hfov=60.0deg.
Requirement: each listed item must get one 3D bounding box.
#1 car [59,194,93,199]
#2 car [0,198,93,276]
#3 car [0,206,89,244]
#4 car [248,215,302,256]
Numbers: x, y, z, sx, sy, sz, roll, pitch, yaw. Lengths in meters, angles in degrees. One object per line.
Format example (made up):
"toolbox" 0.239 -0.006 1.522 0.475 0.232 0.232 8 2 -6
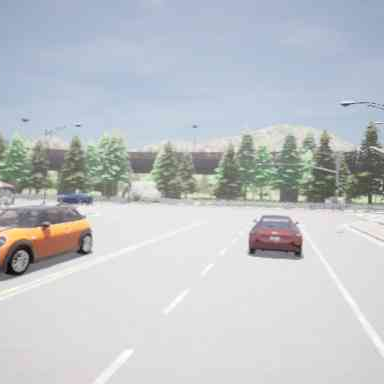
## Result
"car" -16.113 0.961 45.861 5.008 1.535 1.882 1 0 15
"car" -4.955 1.215 10.047 2.097 1.767 4.553 1 0 15
"car" -7.065 1.404 15.759 1.895 1.301 4.718 1 0 15
"car" 3.438 1.634 13.723 1.994 1.385 4.181 1 0 14
